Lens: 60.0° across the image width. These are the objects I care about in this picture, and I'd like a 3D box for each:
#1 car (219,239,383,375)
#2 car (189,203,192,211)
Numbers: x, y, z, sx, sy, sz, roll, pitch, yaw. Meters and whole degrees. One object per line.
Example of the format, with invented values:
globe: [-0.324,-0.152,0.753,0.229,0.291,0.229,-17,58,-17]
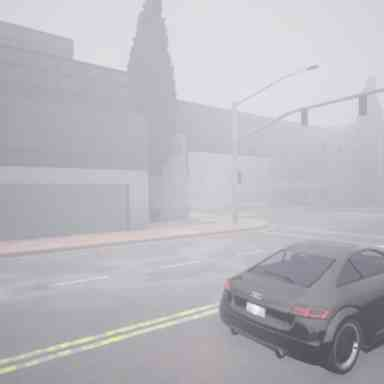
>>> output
car: [2.481,1.520,5.604,4.181,1.385,1.994,-1,0,-36]
car: [-1.915,1.402,37.240,1.837,1.490,4.892,-1,2,-37]
